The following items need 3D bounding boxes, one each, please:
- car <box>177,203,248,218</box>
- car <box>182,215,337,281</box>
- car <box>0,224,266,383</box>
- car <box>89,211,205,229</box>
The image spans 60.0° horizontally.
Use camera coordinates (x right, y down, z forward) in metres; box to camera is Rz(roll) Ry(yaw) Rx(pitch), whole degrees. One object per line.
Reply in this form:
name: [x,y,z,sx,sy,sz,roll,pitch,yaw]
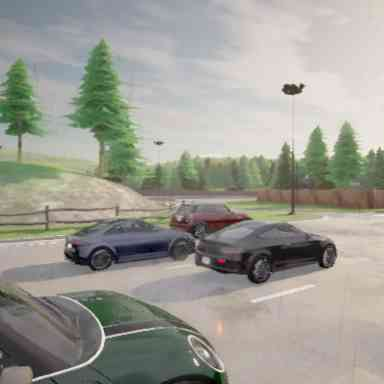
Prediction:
car: [1.108,1.336,17.340,4.553,1.767,2.097,0,0,-36]
car: [2.224,1.522,9.534,4.674,1.442,1.812,0,0,-36]
car: [-1.869,1.341,2.323,4.553,1.767,2.097,0,0,-35]
car: [-1.942,1.545,10.864,4.181,1.385,1.994,0,0,-36]
